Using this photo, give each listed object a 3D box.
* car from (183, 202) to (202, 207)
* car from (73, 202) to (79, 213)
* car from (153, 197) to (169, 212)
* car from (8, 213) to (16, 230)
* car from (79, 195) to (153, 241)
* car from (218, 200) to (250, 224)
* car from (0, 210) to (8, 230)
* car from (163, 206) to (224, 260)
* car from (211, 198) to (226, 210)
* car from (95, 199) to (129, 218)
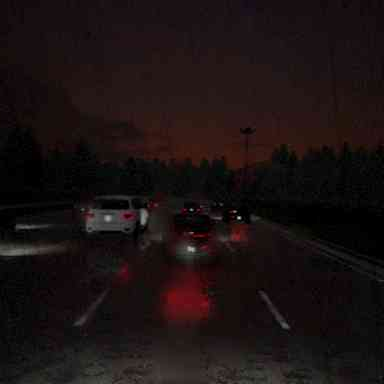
[{"bbox_3d":[-0.047,1.620,31.513,2.033,1.411,5.357,1,0,0],"label":"car"},{"bbox_3d":[-10.547,1.428,34.354,1.895,1.301,4.718,1,0,0],"label":"car"},{"bbox_3d":[-3.543,1.348,34.901,2.097,1.767,4.553,1,0,0],"label":"car"},{"bbox_3d":[-10.536,1.311,16.305,1.812,1.442,4.674,1,0,0],"label":"car"},{"bbox_3d":[-3.531,1.176,16.673,2.150,2.045,5.566,1,0,0],"label":"car"},{"bbox_3d":[3.422,1.647,26.428,1.837,1.490,4.892,1,-1,0],"label":"car"},{"bbox_3d":[-7.033,1.356,8.442,1.837,1.490,4.892,1,0,0],"label":"car"},{"bbox_3d":[-0.036,1.534,12.678,1.837,1.490,4.892,1,0,0],"label":"car"},{"bbox_3d":[3.415,1.529,40.874,2.097,1.767,4.553,1,0,0],"label":"car"},{"bbox_3d":[-7.043,1.405,29.808,1.837,1.490,4.892,1,0,0],"label":"car"}]
